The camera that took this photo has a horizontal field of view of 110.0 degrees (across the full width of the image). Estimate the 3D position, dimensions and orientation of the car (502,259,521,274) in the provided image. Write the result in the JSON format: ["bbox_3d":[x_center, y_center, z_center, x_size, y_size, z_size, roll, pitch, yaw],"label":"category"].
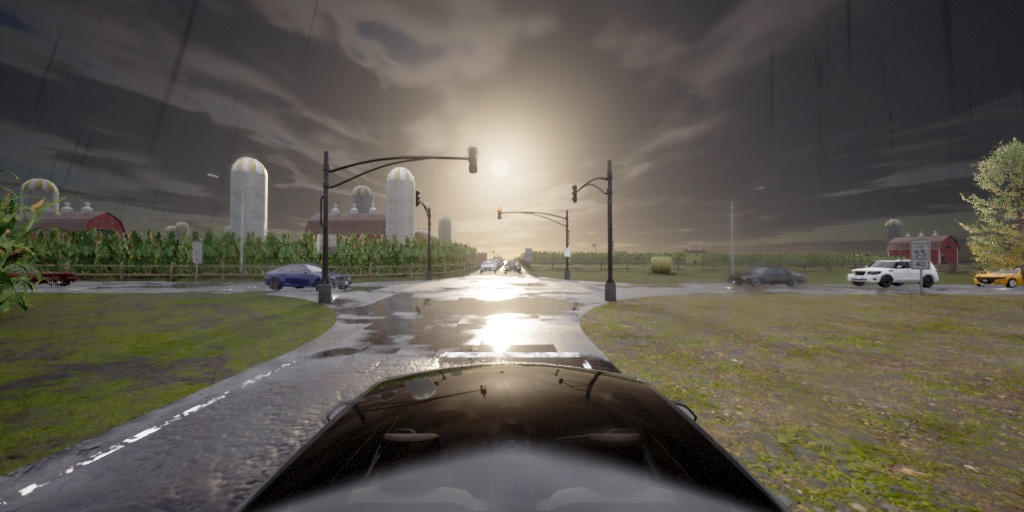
[{"bbox_3d":[0.089,1.385,42.552,1.895,1.301,4.718,0,0,0],"label":"car"}]

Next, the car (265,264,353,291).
[{"bbox_3d":[-10.928,1.134,19.313,4.674,1.442,1.812,0,-2,14],"label":"car"}]

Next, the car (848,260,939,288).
[{"bbox_3d":[28.660,1.291,27.005,5.566,2.045,2.150,1,-1,-4],"label":"car"}]

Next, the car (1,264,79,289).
[{"bbox_3d":[-27.170,1.104,19.654,4.718,1.301,1.895,0,-1,-3],"label":"car"}]

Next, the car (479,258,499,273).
[{"bbox_3d":[-2.818,1.311,43.367,1.812,1.442,4.674,0,0,-1],"label":"car"}]

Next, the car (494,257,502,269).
[{"bbox_3d":[-2.872,1.324,52.524,1.812,1.442,4.674,0,0,0],"label":"car"}]

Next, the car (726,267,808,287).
[{"bbox_3d":[18.675,1.524,26.296,5.357,1.411,2.033,1,-1,-8],"label":"car"}]

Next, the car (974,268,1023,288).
[{"bbox_3d":[38.842,1.644,27.759,5.008,1.535,1.882,1,-1,-5],"label":"car"}]

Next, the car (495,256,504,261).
[{"bbox_3d":[-2.891,1.293,62.545,1.882,1.535,5.008,0,0,0],"label":"car"}]
